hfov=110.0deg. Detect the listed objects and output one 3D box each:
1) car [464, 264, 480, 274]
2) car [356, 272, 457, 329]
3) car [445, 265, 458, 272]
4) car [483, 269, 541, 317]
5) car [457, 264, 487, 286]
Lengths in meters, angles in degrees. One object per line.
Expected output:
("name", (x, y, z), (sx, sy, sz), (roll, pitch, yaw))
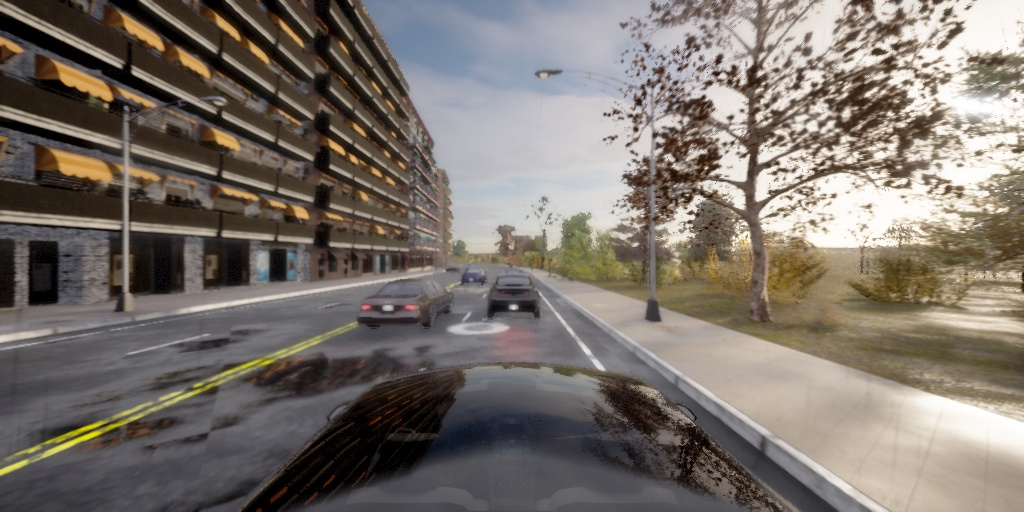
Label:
("car", (-6.534, 2.016, 58.452), (2.128, 1.511, 4.902), (0, -1, -1))
("car", (-3.194, 1.432, 11.819), (2.033, 1.411, 5.357), (0, -1, 1))
("car", (-9.776, 2.137, 59.324), (1.895, 1.301, 4.718), (0, -1, -1))
("car", (0.088, 1.420, 13.968), (1.837, 1.490, 4.892), (0, 0, 1))
("car", (-3.089, 1.653, 29.704), (1.812, 1.442, 4.674), (0, -1, 1))
